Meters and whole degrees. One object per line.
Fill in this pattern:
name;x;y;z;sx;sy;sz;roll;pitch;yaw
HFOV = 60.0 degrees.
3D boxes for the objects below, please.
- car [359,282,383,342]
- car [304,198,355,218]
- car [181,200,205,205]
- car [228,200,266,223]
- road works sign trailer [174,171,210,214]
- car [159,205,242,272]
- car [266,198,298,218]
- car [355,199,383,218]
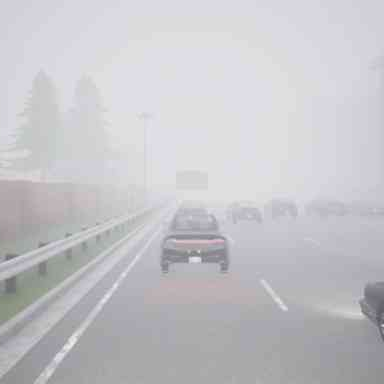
car;3.591;1.518;2.834;2.033;1.411;5.357;0;1;0
car;10.510;1.232;26.512;2.128;1.511;4.902;0;1;0
car;0.082;1.264;21.284;1.882;1.535;5.008;0;1;3
car;3.509;1.302;22.834;1.812;1.442;4.674;0;1;0
road works sign trailer;-0.012;0.217;25.193;2.380;3.560;2.880;0;1;-3
car;0.065;1.389;10.426;2.128;1.511;4.902;0;1;0
car;7.009;1.244;26.686;1.837;1.490;4.892;0;1;0
car;14.007;1.297;27.335;1.994;1.385;4.181;0;1;0
